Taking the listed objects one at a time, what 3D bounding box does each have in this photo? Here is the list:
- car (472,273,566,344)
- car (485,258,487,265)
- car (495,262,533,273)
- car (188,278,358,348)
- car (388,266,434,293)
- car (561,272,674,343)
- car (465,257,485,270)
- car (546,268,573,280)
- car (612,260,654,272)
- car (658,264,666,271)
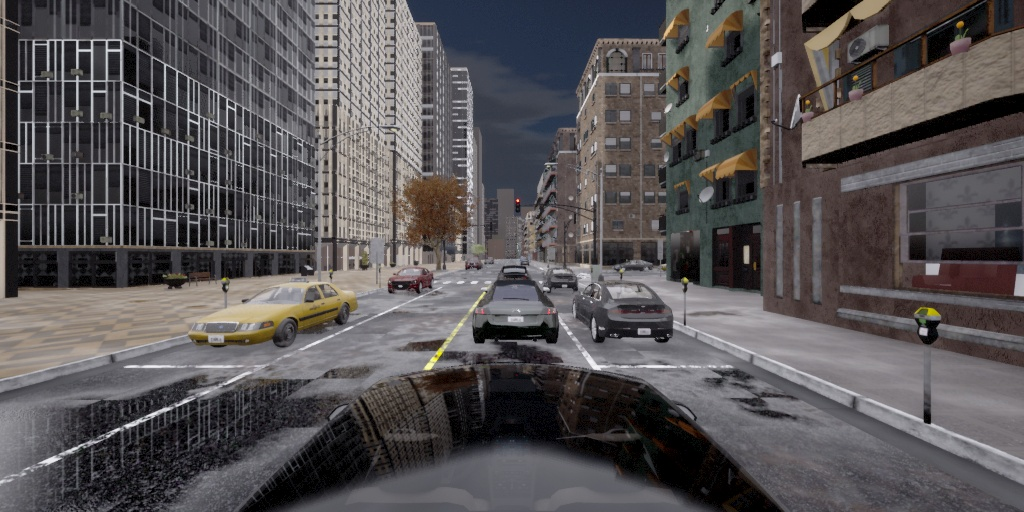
[{"bbox_3d":[0.088,1.315,9.621,1.994,1.385,4.181,0,0,0],"label":"car"},{"bbox_3d":[-5.684,1.356,58.451,1.948,1.339,4.313,0,0,0],"label":"car"},{"bbox_3d":[0.107,1.259,19.670,1.837,1.490,4.892,0,0,-1],"label":"car"},{"bbox_3d":[-5.690,1.276,9.305,1.751,1.417,4.829,0,0,0],"label":"car"},{"bbox_3d":[-5.689,1.299,20.540,1.888,1.381,4.507,0,0,0],"label":"car"},{"bbox_3d":[2.690,1.301,9.473,2.007,1.370,4.403,0,0,0],"label":"car"},{"bbox_3d":[-5.685,1.098,52.928,2.192,1.841,5.009,0,0,0],"label":"car"},{"bbox_3d":[2.691,1.305,20.539,2.007,1.370,4.403,0,0,0],"label":"car"},{"bbox_3d":[13.440,1.108,39.954,4.403,1.370,2.007,0,0,-1],"label":"car"},{"bbox_3d":[18.837,1.006,40.008,4.829,1.417,1.751,0,0,-1],"label":"car"}]
